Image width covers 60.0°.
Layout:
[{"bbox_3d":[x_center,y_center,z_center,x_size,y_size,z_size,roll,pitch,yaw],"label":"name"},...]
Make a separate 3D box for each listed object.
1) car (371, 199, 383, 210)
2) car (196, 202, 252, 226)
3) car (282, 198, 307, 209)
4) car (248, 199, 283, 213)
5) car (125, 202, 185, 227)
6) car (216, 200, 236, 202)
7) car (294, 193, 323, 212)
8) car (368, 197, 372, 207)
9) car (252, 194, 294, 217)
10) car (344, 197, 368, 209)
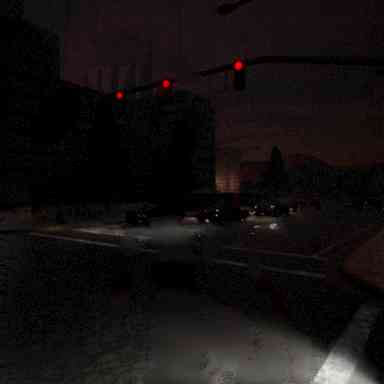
[{"bbox_3d":[25.439,1.609,43.929,1.994,1.385,4.181,0,0,36],"label":"car"},{"bbox_3d":[2.294,1.622,24.114,1.895,1.301,4.718,0,0,36],"label":"car"},{"bbox_3d":[14.534,1.608,47.014,1.994,1.385,4.181,0,0,36],"label":"car"},{"bbox_3d":[8.699,1.583,38.983,2.033,1.411,5.357,0,0,36],"label":"car"},{"bbox_3d":[-2.506,1.497,23.455,1.882,1.535,5.008,0,0,36],"label":"car"},{"bbox_3d":[2.987,1.532,31.061,1.837,1.490,4.892,0,0,36],"label":"car"},{"bbox_3d":[13.857,1.259,40.143,2.150,2.045,5.566,0,0,36],"label":"car"},{"bbox_3d":[28.162,1.558,53.681,1.837,1.490,4.892,0,0,36],"label":"car"},{"bbox_3d":[7.587,1.381,31.462,2.097,1.767,4.553,0,0,36],"label":"car"},{"bbox_3d":[21.982,1.592,45.102,2.033,1.411,5.357,0,0,35],"label":"car"}]
